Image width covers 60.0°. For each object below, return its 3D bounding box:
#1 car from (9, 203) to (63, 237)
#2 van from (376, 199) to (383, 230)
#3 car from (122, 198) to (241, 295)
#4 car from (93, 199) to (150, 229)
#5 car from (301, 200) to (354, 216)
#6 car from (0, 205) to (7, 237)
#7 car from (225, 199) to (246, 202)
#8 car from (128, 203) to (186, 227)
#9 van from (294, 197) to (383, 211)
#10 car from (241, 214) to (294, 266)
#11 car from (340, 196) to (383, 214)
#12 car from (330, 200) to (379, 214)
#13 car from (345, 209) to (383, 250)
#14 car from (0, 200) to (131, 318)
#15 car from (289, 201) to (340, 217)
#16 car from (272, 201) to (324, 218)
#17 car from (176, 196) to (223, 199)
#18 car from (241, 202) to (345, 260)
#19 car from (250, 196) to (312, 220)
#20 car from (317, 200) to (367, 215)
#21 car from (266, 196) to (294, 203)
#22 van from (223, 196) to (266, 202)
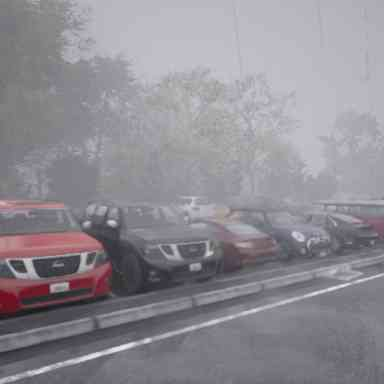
[{"bbox_3d":[-9.367,1.508,19.684,1.946,1.575,5.366,1,0,-36],"label":"car"},{"bbox_3d":[14.350,1.478,20.941,1.878,1.987,4.442,1,0,-36],"label":"van"},{"bbox_3d":[-1.522,1.264,9.407,2.435,2.045,5.566,1,0,-36],"label":"car"},{"bbox_3d":[-4.978,1.439,23.090,2.185,1.767,4.553,1,0,-36],"label":"car"},{"bbox_3d":[15.252,1.765,37.752,1.946,1.575,5.366,0,0,-36],"label":"car"},{"bbox_3d":[-11.737,1.486,18.224,2.231,1.521,4.892,1,0,-36],"label":"car"},{"bbox_3d":[1.704,1.642,28.061,1.946,1.575,5.366,1,0,-36],"label":"car"},{"bbox_3d":[-2.686,1.621,24.656,2.163,1.488,4.792,1,0,-36],"label":"car"},{"bbox_3d":[7.512,1.397,16.049,1.878,1.987,4.442,1,0,-36],"label":"van"},{"bbox_3d":[0.740,1.582,11.057,2.002,1.452,4.674,1,0,-36],"label":"car"},{"bbox_3d":[22.151,1.539,42.426,2.435,2.045,5.566,0,0,-36],"label":"car"},{"bbox_3d":[19.881,1.786,40.830,2.231,1.521,4.892,0,0,-36],"label":"car"},{"bbox_3d":[5.302,1.597,14.317,2.231,1.521,4.892,1,0,-36],"label":"car"},{"bbox_3d":[-3.802,1.237,7.776,2.435,2.045,5.566,1,0,-36],"label":"car"},{"bbox_3d":[13.122,1.788,35.965,2.163,1.488,4.792,0,0,-36],"label":"car"},{"bbox_3d":[10.825,1.769,34.393,2.163,1.488,4.792,1,0,-36],"label":"car"},{"bbox_3d":[-0.460,1.367,26.320,2.435,2.045,5.566,1,0,-36],"label":"car"},{"bbox_3d":[3.002,1.444,12.717,2.185,1.767,4.553,1,0,-36],"label":"car"},{"bbox_3d":[8.603,1.468,32.733,2.435,2.045,5.566,1,0,-36],"label":"car"},{"bbox_3d":[17.621,1.778,39.214,2.097,1.535,5.008,0,0,-36],"label":"car"},{"bbox_3d":[6.312,1.447,31.164,2.435,2.045,5.566,1,0,-36],"label":"car"},{"bbox_3d":[4.002,1.446,29.620,1.878,1.987,4.442,1,0,-36],"label":"van"}]
